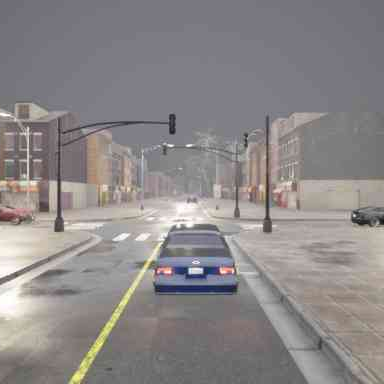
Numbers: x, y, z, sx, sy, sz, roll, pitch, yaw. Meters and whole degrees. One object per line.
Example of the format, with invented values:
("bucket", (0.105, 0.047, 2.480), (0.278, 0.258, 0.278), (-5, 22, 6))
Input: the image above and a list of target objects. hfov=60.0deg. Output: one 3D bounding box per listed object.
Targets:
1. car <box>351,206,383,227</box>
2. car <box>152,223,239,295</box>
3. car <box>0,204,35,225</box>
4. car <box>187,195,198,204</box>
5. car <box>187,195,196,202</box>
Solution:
("car", (12.324, 1.522, 20.981), (4.313, 1.339, 1.947), (0, 0, 0))
("car", (0.069, 1.549, 8.848), (2.033, 1.411, 5.357), (0, 0, 0))
("car", (-13.576, 1.572, 23.512), (4.674, 1.442, 1.812), (0, 0, 0))
("car", (0.019, 1.409, 66.122), (2.097, 1.767, 4.553), (0, 0, 0))
("car", (-0.093, 1.550, 75.782), (1.882, 1.535, 5.008), (0, 0, 0))
